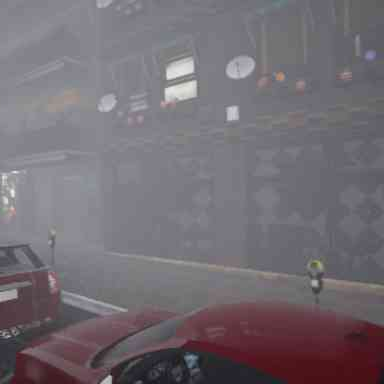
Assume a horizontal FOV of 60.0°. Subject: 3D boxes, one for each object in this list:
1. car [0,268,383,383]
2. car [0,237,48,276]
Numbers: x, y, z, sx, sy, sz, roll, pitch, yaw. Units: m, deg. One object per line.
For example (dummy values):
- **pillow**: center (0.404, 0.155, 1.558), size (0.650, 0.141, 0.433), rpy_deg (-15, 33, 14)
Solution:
- **car**: center (0.399, 1.545, 2.460), size (4.507, 1.381, 1.887), rpy_deg (0, -1, 36)
- **car**: center (-4.098, 1.442, 5.682), size (4.097, 1.590, 1.967), rpy_deg (0, -1, 36)
